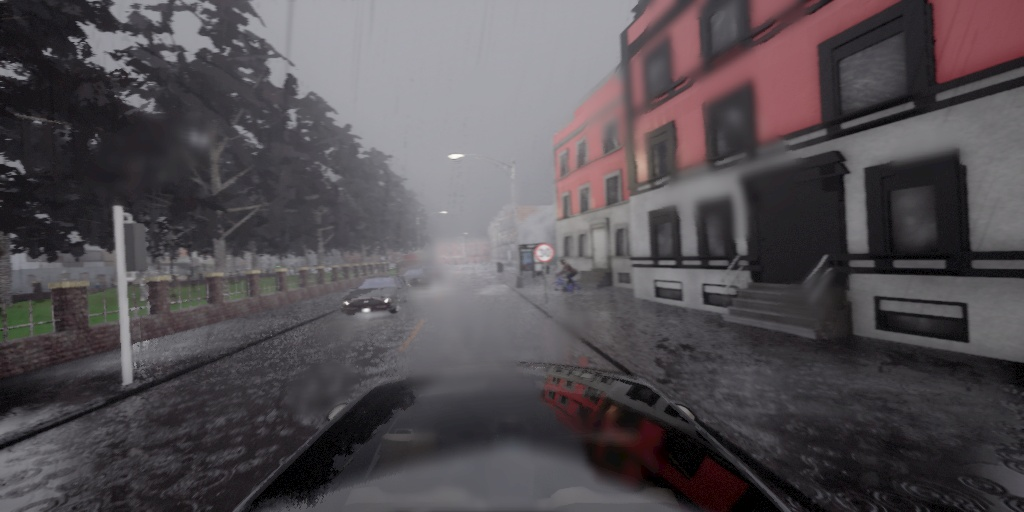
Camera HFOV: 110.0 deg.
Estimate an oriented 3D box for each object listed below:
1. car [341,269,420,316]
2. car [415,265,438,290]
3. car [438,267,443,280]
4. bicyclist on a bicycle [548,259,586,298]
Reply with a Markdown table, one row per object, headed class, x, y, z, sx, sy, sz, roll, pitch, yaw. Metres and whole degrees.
| class | x | y | z | sx | sy | sz | roll | pitch | yaw |
| --- | --- | --- | --- | --- | --- | --- | --- | --- | --- |
| car | -5.504 | 1.550 | 15.343 | 2.033 | 1.411 | 5.357 | -3 | 0 | -7 |
| car | -6.695 | 1.583 | 25.339 | 2.033 | 1.411 | 5.357 | -3 | 0 | -7 |
| car | -7.770 | 1.629 | 34.575 | 1.994 | 1.385 | 4.181 | -3 | 0 | -7 |
| bicyclist on a bicycle | 2.316 | 0.932 | 15.153 | 1.656 | 1.620 | 0.582 | -3 | 0 | -7 |
